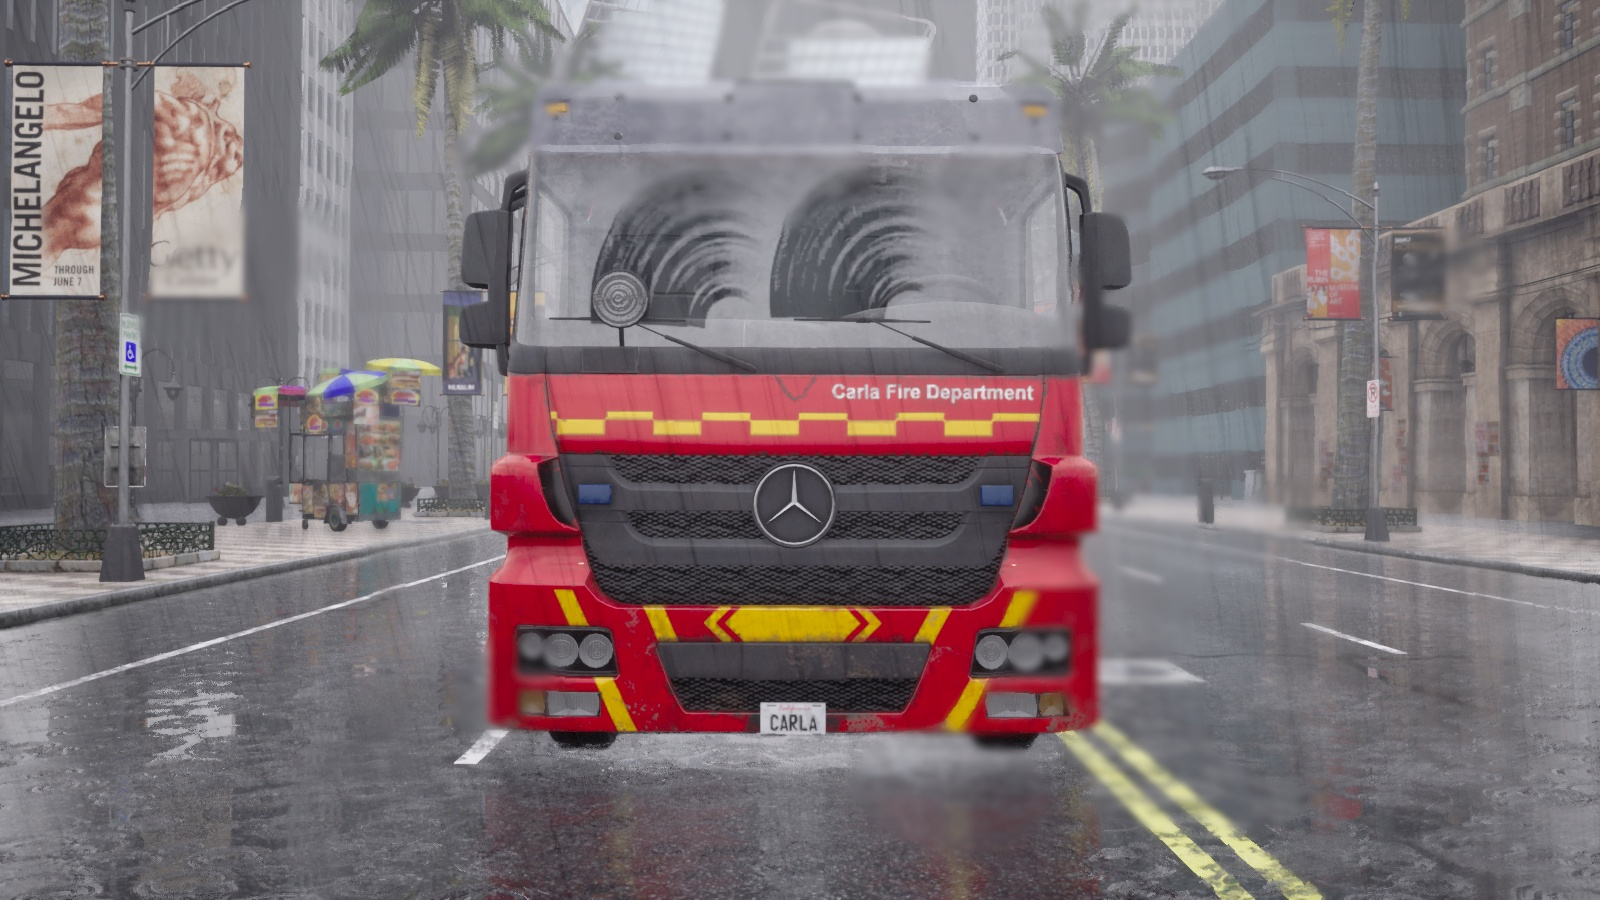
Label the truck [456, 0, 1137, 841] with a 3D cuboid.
[{"bbox_3d":[-0.025,-0.189,9.594,2.891,3.827,8.468,0,-1,0],"label":"truck"}]
